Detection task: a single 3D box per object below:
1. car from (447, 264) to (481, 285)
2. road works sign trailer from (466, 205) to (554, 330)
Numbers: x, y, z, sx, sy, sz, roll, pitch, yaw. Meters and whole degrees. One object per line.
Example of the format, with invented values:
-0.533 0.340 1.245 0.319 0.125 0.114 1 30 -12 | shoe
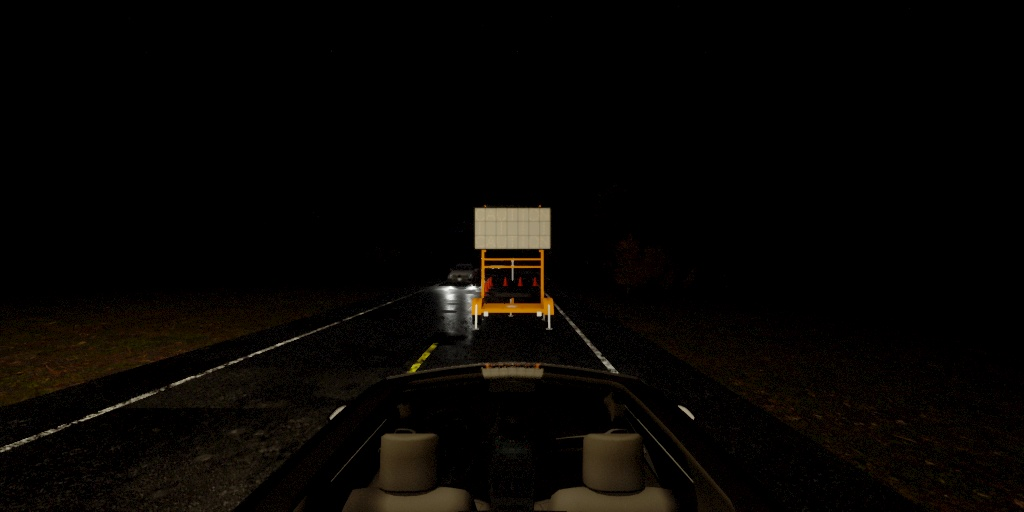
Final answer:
-3.449 1.282 25.983 1.812 1.442 4.674 0 0 0 | car
0.020 0.215 11.158 2.380 3.560 2.880 0 0 0 | road works sign trailer
